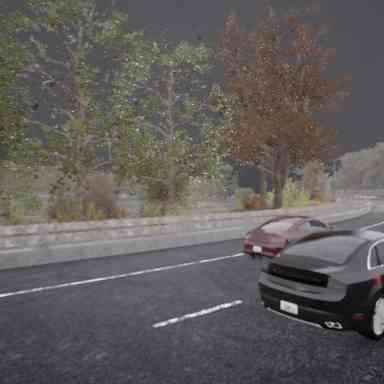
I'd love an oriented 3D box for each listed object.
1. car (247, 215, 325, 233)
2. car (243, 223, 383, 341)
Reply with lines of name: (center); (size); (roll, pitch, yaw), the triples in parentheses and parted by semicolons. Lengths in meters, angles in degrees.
car: (3.702, 1.535, 11.451); (4.674, 1.442, 1.812); (0, 0, -41)
car: (3.364, 1.507, 6.612); (4.892, 1.490, 1.837); (0, 0, -39)
